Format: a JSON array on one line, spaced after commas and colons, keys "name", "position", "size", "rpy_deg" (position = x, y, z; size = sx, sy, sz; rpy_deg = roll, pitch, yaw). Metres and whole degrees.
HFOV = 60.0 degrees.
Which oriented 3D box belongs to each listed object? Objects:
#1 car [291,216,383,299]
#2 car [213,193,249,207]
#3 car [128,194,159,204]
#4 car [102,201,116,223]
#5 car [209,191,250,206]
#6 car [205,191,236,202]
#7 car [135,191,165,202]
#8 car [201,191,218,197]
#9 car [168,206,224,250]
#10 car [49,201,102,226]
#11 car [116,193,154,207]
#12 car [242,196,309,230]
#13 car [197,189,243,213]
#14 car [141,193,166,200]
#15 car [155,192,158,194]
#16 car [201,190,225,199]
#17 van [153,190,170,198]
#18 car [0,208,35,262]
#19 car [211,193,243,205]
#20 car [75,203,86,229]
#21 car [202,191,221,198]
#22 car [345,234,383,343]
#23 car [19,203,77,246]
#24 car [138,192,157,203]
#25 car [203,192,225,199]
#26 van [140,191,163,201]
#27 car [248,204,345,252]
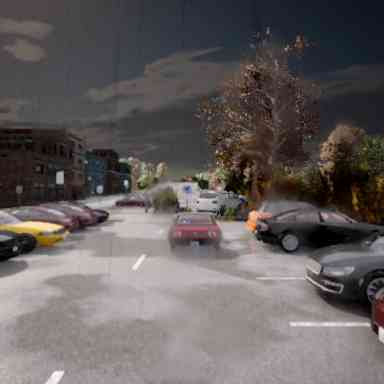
[{"name": "car", "position": [4.920, 1.415, 6.944], "size": [4.892, 1.521, 2.231], "rpy_deg": [0, 1, 0]}, {"name": "car", "position": [5.134, 1.099, 44.253], "size": [4.553, 1.767, 2.185], "rpy_deg": [0, 1, 0]}, {"name": "car", "position": [-7.973, 1.131, 55.358], "size": [4.792, 1.488, 2.163], "rpy_deg": [0, 1, 0]}, {"name": "car", "position": [-7.634, 1.315, 21.033], "size": [4.792, 1.488, 2.163], "rpy_deg": [0, 1, 0]}, {"name": "car", "position": [5.187, 0.942, 47.037], "size": [5.566, 2.045, 2.435], "rpy_deg": [0, 1, 0]}, {"name": "car", "position": [5.150, 0.787, 61.086], "size": [5.566, 2.045, 2.435], "rpy_deg": [0, 1, 0]}, {"name": "car", "position": [-7.994, 0.757, 63.704], "size": [5.566, 2.045, 2.435], "rpy_deg": [0, 1, 0]}, {"name": "car", "position": [5.003, 0.522, 94.380], "size": [4.553, 1.767, 2.185], "rpy_deg": [0, 1, 0]}, {"name": "car", "position": [0.102, 1.474, 13.687], "size": [1.895, 1.301, 4.718], "rpy_deg": [0, 1, 0]}, {"name": "car", "position": [-7.661, 1.351, 18.206], "size": [4.674, 1.452, 2.002], "rpy_deg": [0, 1, 0]}, {"name": "car", "position": [-7.900, 1.263, 44.368], "size": [4.674, 1.452, 2.002], "rpy_deg": [1, 1, 0]}, {"name": "car", "position": [4.884, 1.211, 15.414], "size": [4.553, 1.767, 2.185], "rpy_deg": [0, 1, 0]}, {"name": "car", "position": [2.553, 0.984, 29.281], "size": [2.150, 2.045, 5.566], "rpy_deg": [0, 0, 33]}, {"name": "car", "position": [-7.986, 0.948, 69.273], "size": [4.892, 1.521, 2.231], "rpy_deg": [0, 1, 0]}, {"name": "car", "position": [-7.900, 1.192, 49.792], "size": [4.792, 1.488, 2.163], "rpy_deg": [0, 1, 0]}, {"name": "car", "position": [5.043, 0.567, 80.453], "size": [5.566, 2.045, 2.435], "rpy_deg": [0, 1, 0]}, {"name": "van", "position": [-8.148, 0.491, 88.815], "size": [4.442, 1.987, 1.878], "rpy_deg": [0, 1, 0]}, {"name": "car", "position": [-7.669, 1.389, 9.729], "size": [5.008, 1.535, 2.097], "rpy_deg": [0, 1, 0]}, {"name": "car", "position": [5.182, 1.036, 49.948], "size": [4.553, 1.767, 2.185], "rpy_deg": [0, 1, 0]}, {"name": "car", "position": [-7.661, 1.377, 15.381], "size": [4.674, 1.452, 2.002], "rpy_deg": [0, 1, 0]}, {"name": "car", "position": [5.024, 0.626, 86.026], "size": [4.553, 1.767, 2.185], "rpy_deg": [0, 1, 0]}, {"name": "car", "position": [4.883, 1.469, 4.246], "size": [4.792, 1.488, 2.163], "rpy_deg": [0, 1, 0]}, {"name": "car", "position": [-7.479, 1.360, 12.555], "size": [5.366, 1.575, 1.946], "rpy_deg": [0, 1, 0]}, {"name": "car", "position": [-8.107, 1.190, 47.008], "size": [5.366, 1.575, 1.946], "rpy_deg": [0, 1, 0]}, {"name": "car", "position": [5.085, 0.853, 77.673], "size": [4.892, 1.521, 2.231], "rpy_deg": [0, 1, 0]}, {"name": "van", "position": [-8.089, 0.752, 66.487], "size": [4.442, 1.987, 1.878], "rpy_deg": [0, 1, 0]}, {"name": "car", "position": [4.910, 1.361, 12.716], "size": [5.008, 1.535, 2.097], "rpy_deg": [0, 1, 0]}]
